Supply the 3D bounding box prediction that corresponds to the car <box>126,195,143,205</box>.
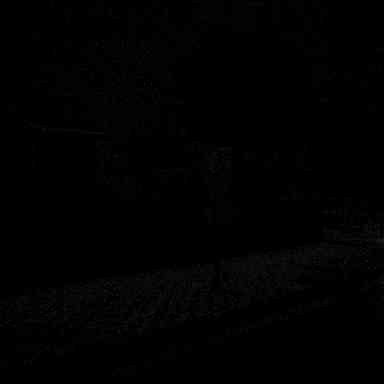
[{"bbox_3d":[-8.041,1.168,45.263,1.994,1.385,4.181,-1,1,-34],"label":"car"}]
